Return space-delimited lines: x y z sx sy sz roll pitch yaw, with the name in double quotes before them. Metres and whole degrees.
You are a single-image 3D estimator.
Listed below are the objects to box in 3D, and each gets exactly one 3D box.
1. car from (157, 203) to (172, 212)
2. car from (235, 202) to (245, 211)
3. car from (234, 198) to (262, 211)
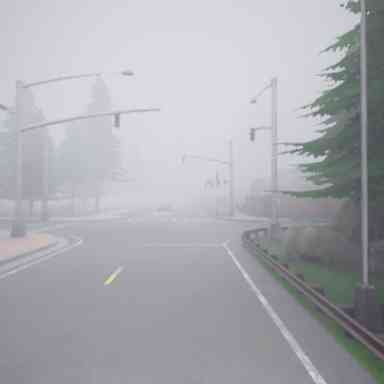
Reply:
"car" -4.010 2.252 49.182 1.895 1.301 4.718 0 -1 0
"car" 8.841 1.805 47.417 4.605 1.855 1.932 0 -1 -1
"car" 8.426 1.841 49.927 3.866 1.878 1.905 0 -1 -1
